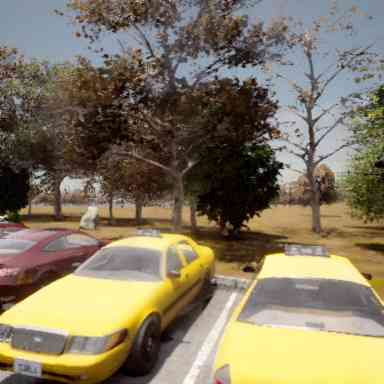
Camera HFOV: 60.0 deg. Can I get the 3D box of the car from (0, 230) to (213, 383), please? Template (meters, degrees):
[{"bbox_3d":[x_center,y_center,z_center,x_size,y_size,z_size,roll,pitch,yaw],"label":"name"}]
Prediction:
[{"bbox_3d":[-0.919,1.503,5.988,1.946,1.575,5.366,0,-1,16],"label":"car"}]

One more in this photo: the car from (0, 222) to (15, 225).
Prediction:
[{"bbox_3d":[-5.635,1.582,9.687,2.002,1.452,4.674,0,-1,17],"label":"car"}]

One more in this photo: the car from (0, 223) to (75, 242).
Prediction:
[{"bbox_3d":[-3.259,1.566,7.919,2.002,1.452,4.674,0,-1,17],"label":"car"}]

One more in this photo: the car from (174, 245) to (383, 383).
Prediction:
[{"bbox_3d":[1.574,1.493,4.603,1.946,1.575,5.366,0,-1,16],"label":"car"}]
